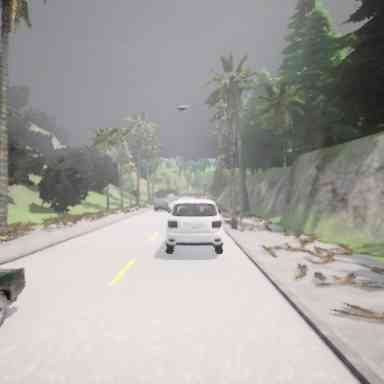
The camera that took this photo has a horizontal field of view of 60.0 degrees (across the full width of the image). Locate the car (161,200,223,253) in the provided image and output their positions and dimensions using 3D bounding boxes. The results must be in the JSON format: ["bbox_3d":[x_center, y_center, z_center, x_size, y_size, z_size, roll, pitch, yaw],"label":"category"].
[{"bbox_3d":[0.096,1.337,14.348,2.150,2.045,5.566,0,-1,0],"label":"car"}]

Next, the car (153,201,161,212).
[{"bbox_3d":[-4.119,1.914,45.487,2.033,1.411,5.357,0,0,0],"label":"car"}]

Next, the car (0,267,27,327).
[{"bbox_3d":[-4.103,1.635,4.152,1.895,1.301,4.718,0,0,0],"label":"car"}]

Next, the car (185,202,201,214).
[{"bbox_3d":[0.072,1.932,41.048,1.895,1.301,4.718,0,0,0],"label":"car"}]
